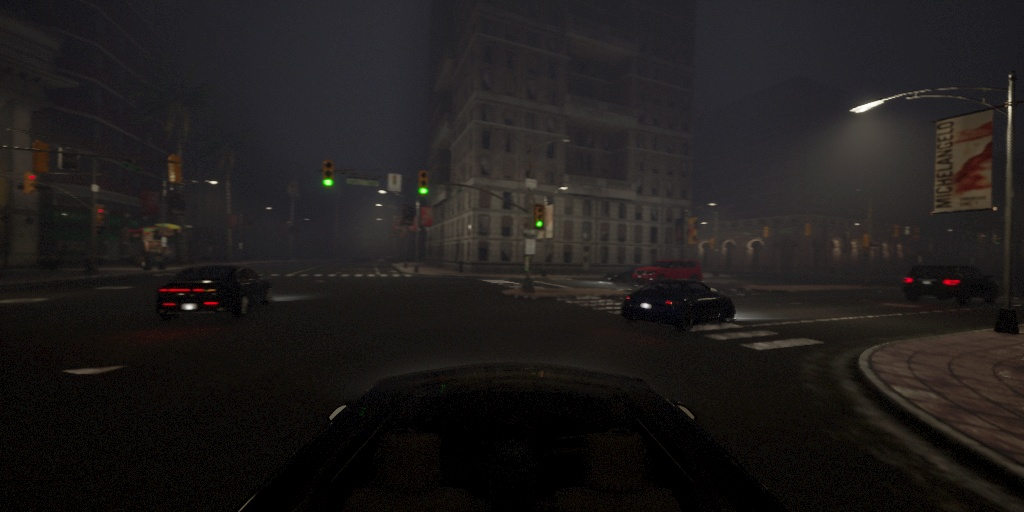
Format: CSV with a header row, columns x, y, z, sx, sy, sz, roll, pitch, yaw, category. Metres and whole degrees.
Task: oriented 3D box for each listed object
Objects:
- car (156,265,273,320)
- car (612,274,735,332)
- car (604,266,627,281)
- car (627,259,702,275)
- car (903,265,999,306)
x,y,z,sx,sy,sz,roll,pitch,yaw,category
-9.184,1.032,11.468,1.837,1.490,4.892,1,0,-22,car
5.423,1.440,11.563,4.181,1.385,1.994,1,0,-38,car
10.506,1.539,30.624,5.357,1.411,2.033,1,0,-22,car
11.956,1.249,27.431,5.566,2.045,2.150,1,0,-22,car
24.293,1.546,19.860,5.566,2.045,2.150,1,0,-22,car
